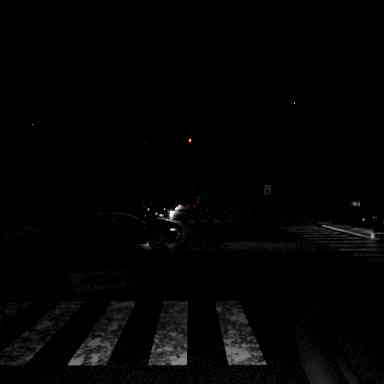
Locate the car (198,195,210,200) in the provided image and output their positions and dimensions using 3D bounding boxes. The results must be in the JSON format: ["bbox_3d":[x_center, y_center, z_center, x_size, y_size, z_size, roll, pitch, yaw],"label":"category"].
[{"bbox_3d":[2.410,1.636,52.657,1.947,1.339,4.313,0,0,0],"label":"car"}]

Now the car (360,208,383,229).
[{"bbox_3d":[13.042,1.457,20.633,4.892,1.490,1.837,0,0,0],"label":"car"}]

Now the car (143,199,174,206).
[{"bbox_3d":[-3.143,1.634,32.022,1.895,1.301,4.718,0,0,1],"label":"car"}]

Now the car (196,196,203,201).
[{"bbox_3d":[2.084,1.697,90.093,1.812,1.442,4.674,0,0,0],"label":"car"}]

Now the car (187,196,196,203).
[{"bbox_3d":[-0.171,1.679,74.051,1.994,1.385,4.181,0,0,0],"label":"car"}]

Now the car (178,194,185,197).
[{"bbox_3d":[-3.008,1.584,62.043,2.128,1.511,4.902,0,0,1],"label":"car"}]

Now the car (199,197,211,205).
[{"bbox_3d":[2.435,1.647,63.678,2.008,1.369,4.403,0,0,0],"label":"car"}]

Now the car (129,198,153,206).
[{"bbox_3d":[-5.652,1.480,36.143,1.967,1.590,4.097,0,0,0],"label":"car"}]

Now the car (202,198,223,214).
[{"bbox_3d":[2.373,1.606,36.124,1.947,1.339,4.313,0,0,0],"label":"car"}]

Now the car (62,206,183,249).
[{"bbox_3d":[-2.833,1.494,13.882,4.902,1.511,2.128,0,0,0],"label":"car"}]

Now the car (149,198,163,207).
[{"bbox_3d":[-5.615,1.652,52.675,1.802,1.307,4.206,0,0,0],"label":"car"}]

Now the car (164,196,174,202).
[{"bbox_3d":[-5.553,1.694,80.228,2.008,1.369,4.403,0,0,0],"label":"car"}]

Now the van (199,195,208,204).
[{"bbox_3d":[2.447,1.452,69.189,1.690,1.788,3.998,0,0,0],"label":"van"}]

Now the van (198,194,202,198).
[{"bbox_3d":[2.422,1.424,58.168,1.690,1.788,3.998,0,0,0],"label":"van"}]

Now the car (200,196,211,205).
[{"bbox_3d":[2.397,1.641,47.147,1.802,1.307,4.206,0,0,0],"label":"car"}]

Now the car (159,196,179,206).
[{"bbox_3d":[-3.097,1.614,41.978,1.994,1.385,4.181,0,0,1],"label":"car"}]

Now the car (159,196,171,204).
[{"bbox_3d":[-5.578,1.551,69.207,1.967,1.590,4.097,0,0,0],"label":"car"}]

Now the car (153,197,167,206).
[{"bbox_3d":[-5.603,1.633,58.186,2.008,1.369,4.403,0,0,0],"label":"car"}]

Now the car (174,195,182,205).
[{"bbox_3d":[-3.075,1.633,51.962,1.994,1.385,4.181,0,0,0],"label":"car"}]

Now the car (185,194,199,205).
[{"bbox_3d":[-0.101,1.586,62.792,2.128,1.511,4.902,0,0,0],"label":"car"}]
